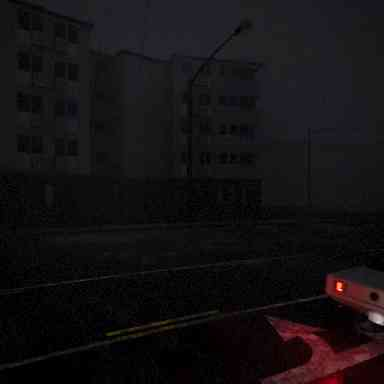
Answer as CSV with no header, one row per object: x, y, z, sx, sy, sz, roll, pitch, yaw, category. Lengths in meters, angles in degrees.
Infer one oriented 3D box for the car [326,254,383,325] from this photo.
4.779,1.601,5.895,4.718,1.301,1.895,0,0,-25,car
